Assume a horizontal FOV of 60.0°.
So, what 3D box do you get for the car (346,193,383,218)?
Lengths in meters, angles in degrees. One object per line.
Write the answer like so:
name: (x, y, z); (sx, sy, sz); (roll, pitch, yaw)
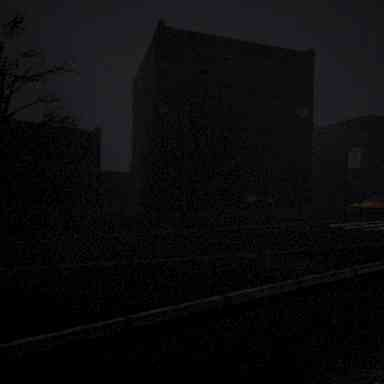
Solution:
car: (13.277, 0.892, 23.180); (5.366, 1.575, 1.946); (-2, 1, -21)
